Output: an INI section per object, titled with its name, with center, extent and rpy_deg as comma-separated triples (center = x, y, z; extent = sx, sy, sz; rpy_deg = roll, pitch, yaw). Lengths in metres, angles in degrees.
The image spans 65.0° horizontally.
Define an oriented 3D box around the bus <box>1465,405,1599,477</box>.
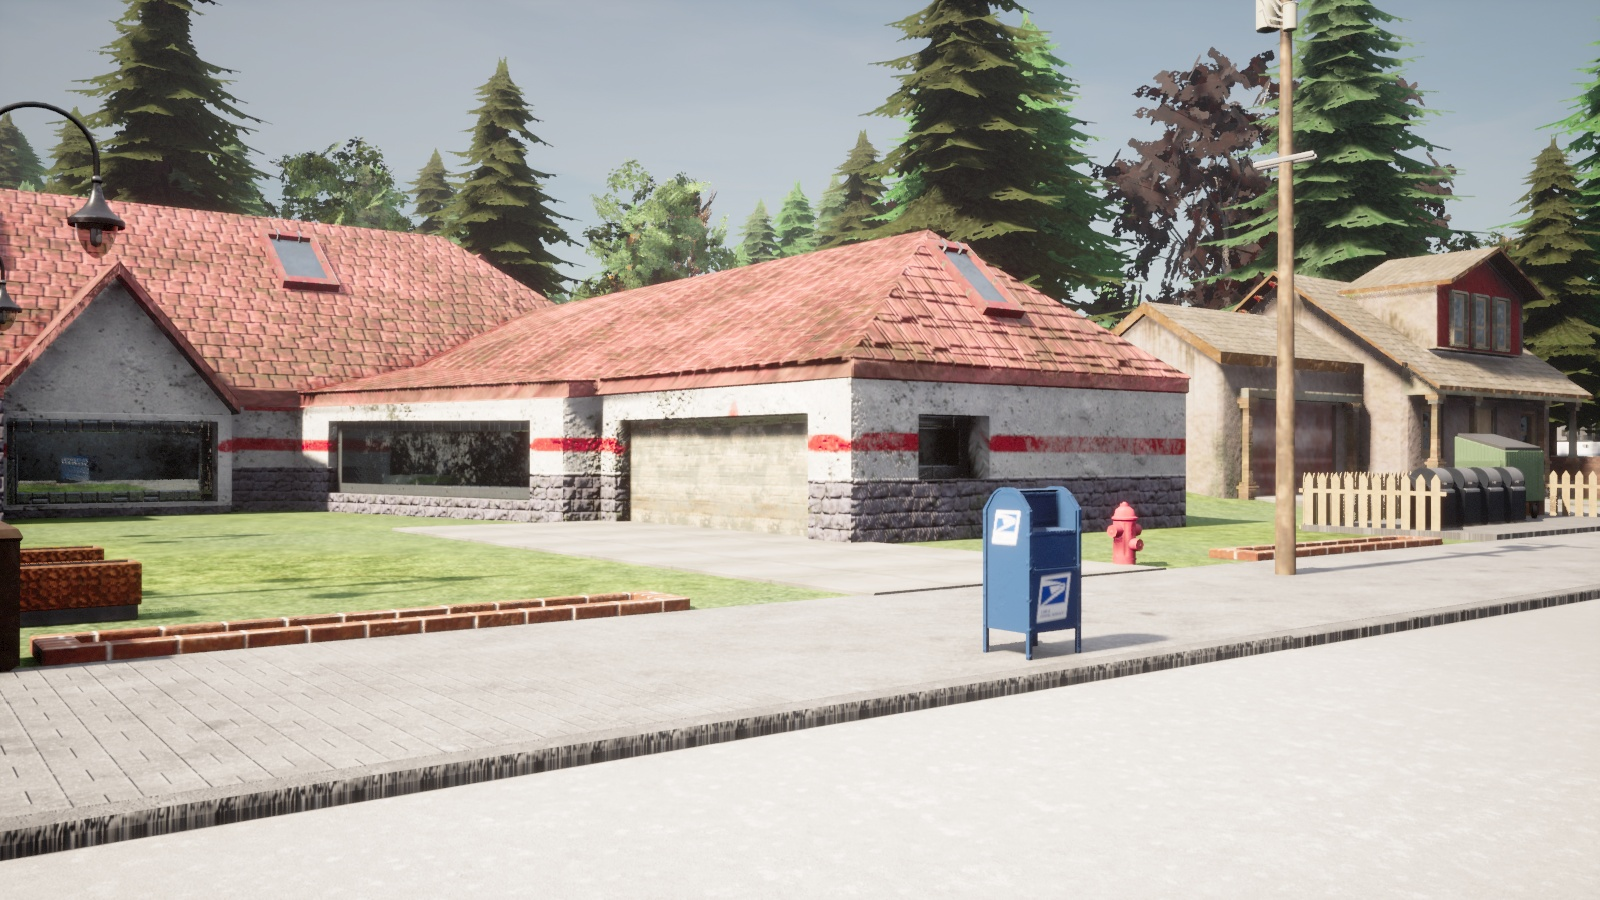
[bus]
center = 47.497, -0.542, 77.922
extent = 3.944, 4.253, 10.273
rpy_deg = 0, 0, -37
